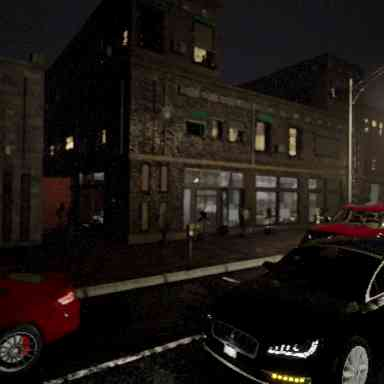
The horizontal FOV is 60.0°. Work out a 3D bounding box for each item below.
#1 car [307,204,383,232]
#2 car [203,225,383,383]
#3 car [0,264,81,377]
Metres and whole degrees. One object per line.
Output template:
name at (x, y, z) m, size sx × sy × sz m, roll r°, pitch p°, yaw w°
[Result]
car at (5.653, 1.331, 10.567) m, size 5.009 × 1.841 × 2.192 m, roll 0°, pitch 1°, yaw -35°
car at (2.399, 1.512, 5.087) m, size 4.892 × 1.490 × 1.837 m, roll 0°, pitch 0°, yaw -35°
car at (-3.542, 1.581, 4.019) m, size 4.206 × 1.307 × 1.802 m, roll 0°, pitch 1°, yaw -35°
